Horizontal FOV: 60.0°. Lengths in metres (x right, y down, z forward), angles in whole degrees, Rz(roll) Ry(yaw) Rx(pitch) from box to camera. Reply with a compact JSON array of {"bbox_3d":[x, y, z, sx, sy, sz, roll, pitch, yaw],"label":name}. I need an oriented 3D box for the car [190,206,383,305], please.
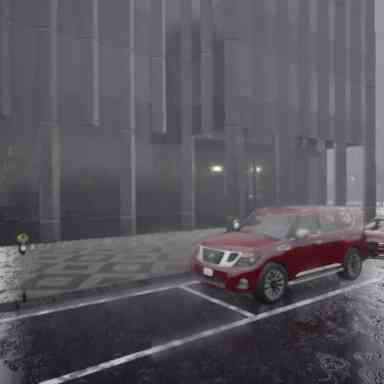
[{"bbox_3d":[2.378,1.299,8.240,5.009,1.841,2.192,0,0,-35],"label":"car"}]
